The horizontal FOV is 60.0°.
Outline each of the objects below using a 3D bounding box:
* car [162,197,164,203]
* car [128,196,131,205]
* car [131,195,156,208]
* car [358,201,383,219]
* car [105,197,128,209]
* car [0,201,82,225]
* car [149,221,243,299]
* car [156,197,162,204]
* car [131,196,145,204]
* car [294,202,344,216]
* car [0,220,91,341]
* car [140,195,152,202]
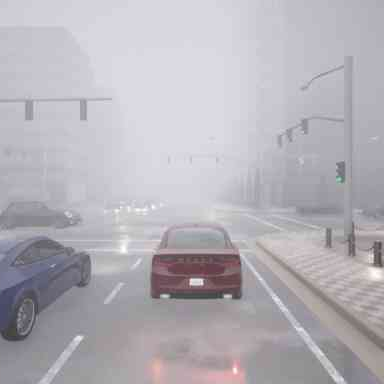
[{"bbox_3d":[-6.857,1.601,68.244,1.895,1.301,4.718,0,0,0],"label":"car"},{"bbox_3d":[-10.468,1.491,54.788,2.128,1.511,4.902,0,0,0],"label":"car"},{"bbox_3d":[-6.990,1.491,48.646,2.128,1.511,4.902,0,0,0],"label":"car"},{"bbox_3d":[16.340,1.436,27.373,4.902,1.511,2.128,0,0,0],"label":"car"},{"bbox_3d":[-10.498,1.505,45.561,1.837,1.490,4.892,0,0,0],"label":"car"},{"bbox_3d":[-9.144,1.337,20.386,4.553,1.767,2.097,0,0,1],"label":"car"},{"bbox_3d":[0.099,1.478,8.498,1.882,1.535,5.008,0,0,0],"label":"car"},{"bbox_3d":[-6.952,1.491,57.953,2.128,1.511,4.902,0,0,0],"label":"car"},{"bbox_3d":[-10.395,1.564,64.786,1.994,1.385,4.181,0,0,1],"label":"car"},{"bbox_3d":[12.051,1.545,30.919,4.718,1.301,1.895,0,0,1],"label":"car"},{"bbox_3d":[-3.416,1.526,6.370,1.812,1.442,4.674,0,0,0],"label":"car"},{"bbox_3d":[-10.335,1.478,75.173,1.882,1.535,5.008,0,0,0],"label":"car"}]
